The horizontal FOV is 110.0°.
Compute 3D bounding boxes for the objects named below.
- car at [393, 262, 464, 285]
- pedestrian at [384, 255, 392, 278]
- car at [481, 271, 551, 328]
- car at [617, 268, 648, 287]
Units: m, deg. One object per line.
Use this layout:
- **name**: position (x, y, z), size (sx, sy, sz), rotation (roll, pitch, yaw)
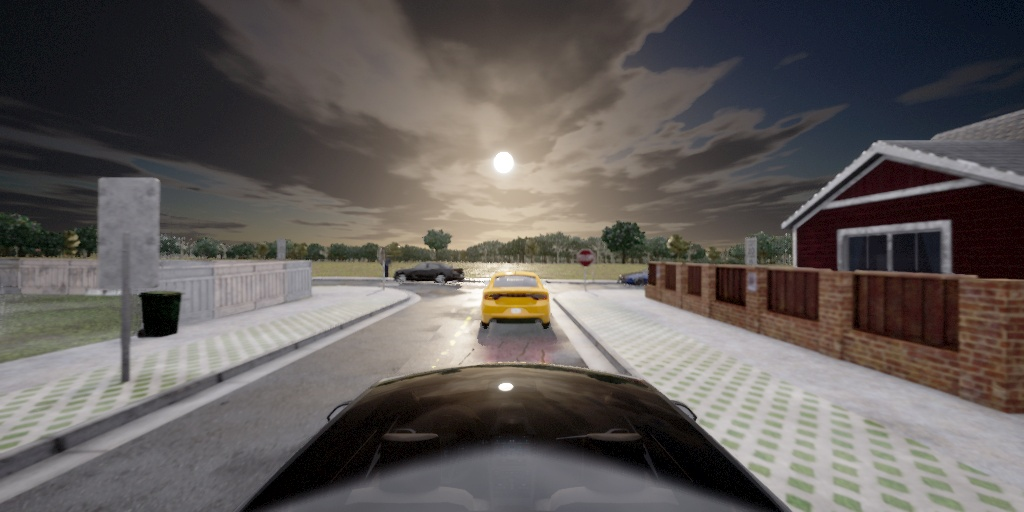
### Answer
- **car**: position (-5.821, 1.166, 24.979), size (5.008, 1.535, 1.882), rotation (1, -2, 16)
- **pedestrian**: position (-9.700, 0.799, 27.829), size (0.375, 1.860, 0.375), rotation (0, -1, 0)
- **car**: position (0.099, 1.222, 11.443), size (1.882, 1.535, 5.008), rotation (0, 0, 0)
- **car**: position (10.215, 1.435, 25.045), size (5.357, 1.411, 2.033), rotation (1, 0, 0)
